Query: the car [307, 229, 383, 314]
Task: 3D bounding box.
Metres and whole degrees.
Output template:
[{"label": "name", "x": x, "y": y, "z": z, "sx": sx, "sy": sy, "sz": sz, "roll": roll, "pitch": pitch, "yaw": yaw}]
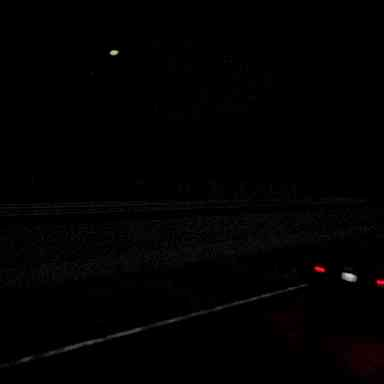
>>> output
[{"label": "car", "x": 4.787, "y": 1.511, "z": 7.179, "sx": 5.357, "sy": 1.411, "sz": 2.033, "roll": 0, "pitch": 0, "yaw": -35}]
